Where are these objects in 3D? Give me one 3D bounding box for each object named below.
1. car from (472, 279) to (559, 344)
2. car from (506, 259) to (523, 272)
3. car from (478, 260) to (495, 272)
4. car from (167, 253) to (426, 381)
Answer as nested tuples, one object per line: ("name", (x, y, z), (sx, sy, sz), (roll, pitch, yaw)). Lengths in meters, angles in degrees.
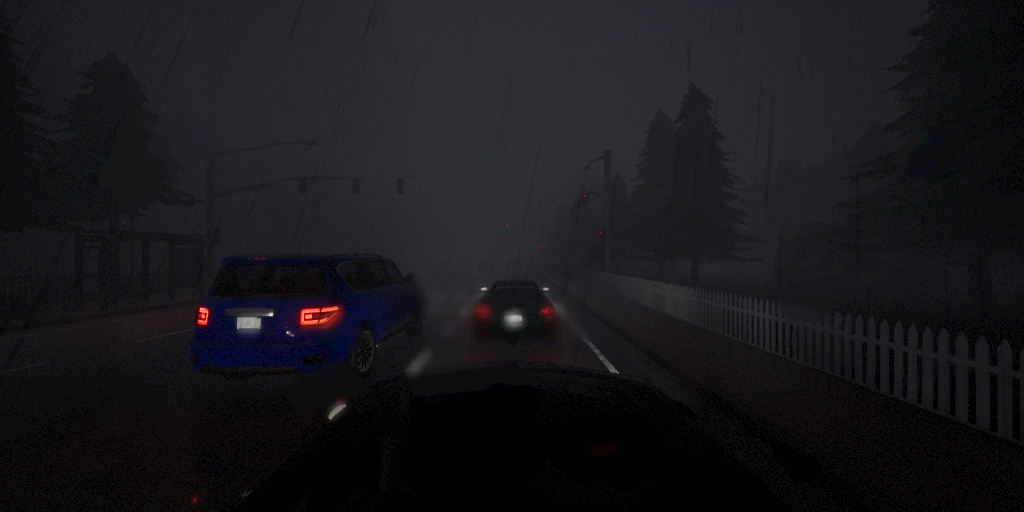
("car", (0.090, 1.314, 9.635), (1.994, 1.385, 4.181), (0, 0, 1))
("car", (0.285, 1.102, 45.585), (2.097, 1.767, 4.553), (0, 0, 0))
("car", (-3.218, 1.242, 45.527), (2.128, 1.511, 4.902), (0, 0, 1))
("car", (-3.403, 0.972, 7.356), (2.150, 2.045, 5.566), (0, 0, 0))
